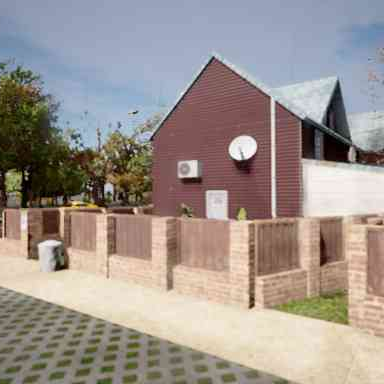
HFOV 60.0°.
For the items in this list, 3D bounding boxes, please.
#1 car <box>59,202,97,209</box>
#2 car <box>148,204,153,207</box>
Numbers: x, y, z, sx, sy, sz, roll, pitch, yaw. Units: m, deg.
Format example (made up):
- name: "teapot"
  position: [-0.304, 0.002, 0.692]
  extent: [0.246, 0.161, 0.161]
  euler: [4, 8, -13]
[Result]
- name: "car"
  position: [-11.867, 1.788, 33.553]
  extent: [1.882, 1.535, 5.008]
  euler: [-1, 0, 36]
- name: "car"
  position: [-3.821, 1.832, 44.820]
  extent: [1.882, 1.535, 5.008]
  euler: [-1, 0, 36]
